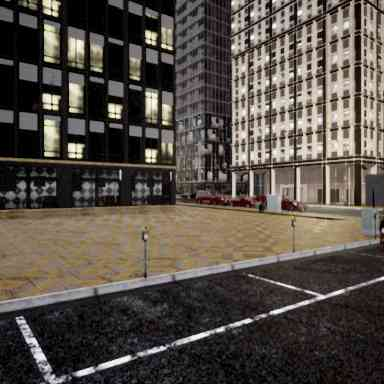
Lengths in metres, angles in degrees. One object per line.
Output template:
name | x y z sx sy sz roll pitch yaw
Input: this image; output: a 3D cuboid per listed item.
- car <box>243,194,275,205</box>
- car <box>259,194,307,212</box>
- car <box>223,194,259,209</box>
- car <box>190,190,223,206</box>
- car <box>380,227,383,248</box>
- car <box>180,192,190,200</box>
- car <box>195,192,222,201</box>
car | 9.237 0.978 45.919 1.802 1.307 4.206 1 0 -36
car | 8.963 1.066 31.926 1.967 1.590 4.097 1 0 -36
car | 5.711 1.100 36.456 1.802 1.307 4.206 1 0 -36
car | 2.470 0.726 40.985 2.192 1.841 5.009 1 0 -36
car | 9.155 1.438 13.094 4.097 1.590 1.967 0 0 -36
car | -0.511 0.640 59.515 1.947 1.339 4.313 1 0 -36
car | 2.641 0.704 55.122 1.752 1.417 4.829 1 0 -36
